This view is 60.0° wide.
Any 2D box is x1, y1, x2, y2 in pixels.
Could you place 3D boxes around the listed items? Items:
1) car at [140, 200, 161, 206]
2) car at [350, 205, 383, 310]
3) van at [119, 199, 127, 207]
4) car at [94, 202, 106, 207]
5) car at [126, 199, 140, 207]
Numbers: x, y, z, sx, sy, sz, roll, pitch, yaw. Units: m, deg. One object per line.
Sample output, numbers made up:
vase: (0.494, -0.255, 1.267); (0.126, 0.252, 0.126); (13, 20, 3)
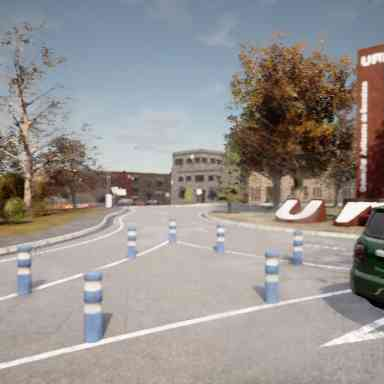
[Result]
car: (-8.708, 2.485, 72.687); (2.002, 1.452, 4.674); (2, -5, -42)
car: (5.481, 1.217, 6.139); (5.566, 2.045, 2.150); (0, 0, -25)
van: (-16.171, 2.791, 80.913); (1.878, 1.987, 4.442); (0, -3, -42)
car: (-23.484, 3.618, 88.999); (2.002, 1.452, 4.674); (0, -3, -42)
car: (-12.403, 2.757, 76.747); (2.163, 1.488, 4.792); (0, -3, -42)
